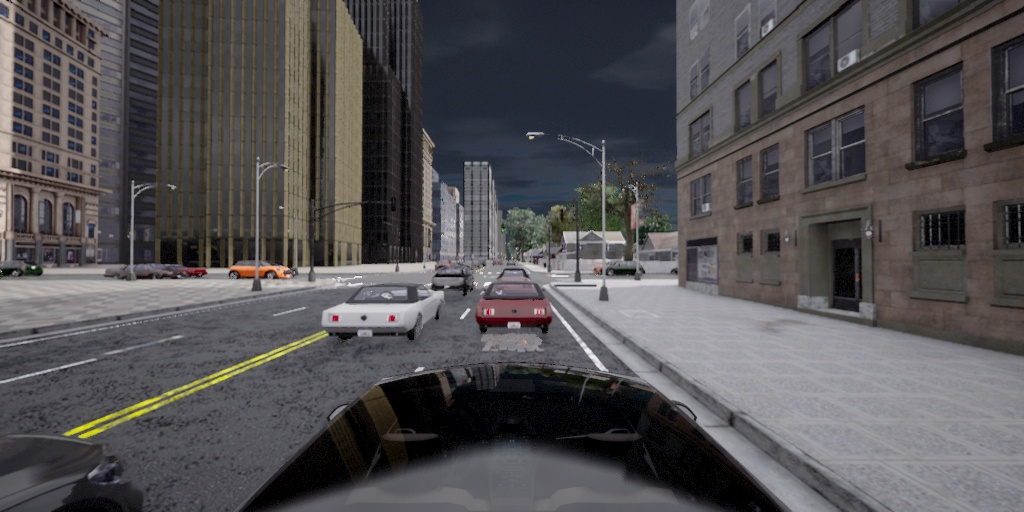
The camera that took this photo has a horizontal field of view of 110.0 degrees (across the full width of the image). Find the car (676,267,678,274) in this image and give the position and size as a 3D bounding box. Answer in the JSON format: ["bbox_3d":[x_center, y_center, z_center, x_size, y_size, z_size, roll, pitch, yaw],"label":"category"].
[{"bbox_3d":[20.497,1.392,37.777,4.902,1.511,2.128,0,-1,0],"label":"car"}]

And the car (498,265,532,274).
[{"bbox_3d":[0.140,1.382,20.178,1.994,1.385,4.181,0,0,2],"label":"car"}]

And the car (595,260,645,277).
[{"bbox_3d":[11.540,1.252,37.818,4.553,1.767,2.097,0,-1,0],"label":"car"}]

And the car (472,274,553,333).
[{"bbox_3d":[0.060,1.385,10.862,1.895,1.301,4.718,0,0,0],"label":"car"}]

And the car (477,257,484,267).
[{"bbox_3d":[-6.679,1.483,64.438,1.837,1.490,4.892,0,0,0],"label":"car"}]

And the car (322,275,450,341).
[{"bbox_3d":[-3.170,1.382,9.954,1.895,1.301,4.718,0,0,0],"label":"car"}]

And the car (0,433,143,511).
[{"bbox_3d":[-3.143,1.270,0.166,1.812,1.442,4.674,0,0,0],"label":"car"}]

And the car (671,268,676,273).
[{"bbox_3d":[21.137,1.493,41.023,5.357,1.411,2.033,0,-1,0],"label":"car"}]

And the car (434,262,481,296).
[{"bbox_3d":[-3.184,1.310,19.970,2.128,1.511,4.902,0,0,0],"label":"car"}]

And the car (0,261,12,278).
[{"bbox_3d":[-44.768,1.157,29.086,4.553,1.767,2.097,0,-1,-6],"label":"car"}]

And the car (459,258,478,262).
[{"bbox_3d":[-6.687,1.446,54.299,1.837,1.490,4.892,0,0,0],"label":"car"}]

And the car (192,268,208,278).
[{"bbox_3d":[-31.521,1.456,33.576,4.718,1.301,1.895,0,-1,-4],"label":"car"}]

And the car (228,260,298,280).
[{"bbox_3d":[-21.549,1.164,30.877,4.553,1.767,2.097,0,-1,-2],"label":"car"}]

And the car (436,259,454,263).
[{"bbox_3d":[-9.939,1.287,52.477,2.097,1.767,4.553,0,0,0],"label":"car"}]

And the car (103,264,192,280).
[{"bbox_3d":[-31.000,1.358,30.363,5.357,1.411,2.033,0,-1,-4],"label":"car"}]

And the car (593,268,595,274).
[{"bbox_3d":[11.666,1.297,41.069,4.553,1.767,2.097,0,-1,0],"label":"car"}]
